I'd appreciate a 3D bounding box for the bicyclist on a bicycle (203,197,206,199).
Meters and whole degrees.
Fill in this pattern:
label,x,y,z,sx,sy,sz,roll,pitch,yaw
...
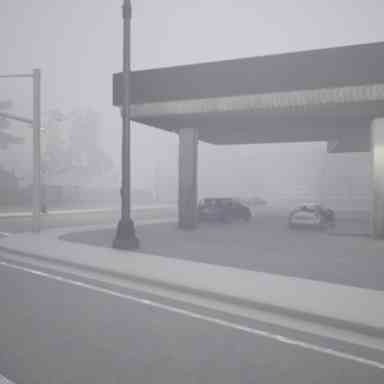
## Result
label,x,y,z,sx,sy,sz,roll,pitch,yaw
bicyclist on a bicycle,1.356,1.272,30.526,0.582,1.620,1.656,0,-9,-36

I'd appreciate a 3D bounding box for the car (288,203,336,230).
label,x,y,z,sx,sy,sz,roll,pitch,yaw
car,7.314,1.417,20.075,1.970,1.475,3.806,0,0,37

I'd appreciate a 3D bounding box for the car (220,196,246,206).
label,x,y,z,sx,sy,sz,roll,pitch,yaw
car,6.326,1.337,50.662,1.837,1.490,4.892,0,0,36

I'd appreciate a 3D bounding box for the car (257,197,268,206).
label,x,y,z,sx,sy,sz,roll,pitch,yaw
car,9.309,1.404,48.806,2.033,1.411,5.357,0,0,37

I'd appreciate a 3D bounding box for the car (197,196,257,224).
label,x,y,z,sx,sy,sz,roll,pitch,yaw
car,2.239,1.216,22.871,2.242,1.667,4.611,0,0,37

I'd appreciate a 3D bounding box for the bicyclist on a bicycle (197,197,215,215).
label,x,y,z,sx,sy,sz,roll,pitch,yaw
bicyclist on a bicycle,1.316,1.335,31.261,1.656,1.620,0.582,0,0,18
